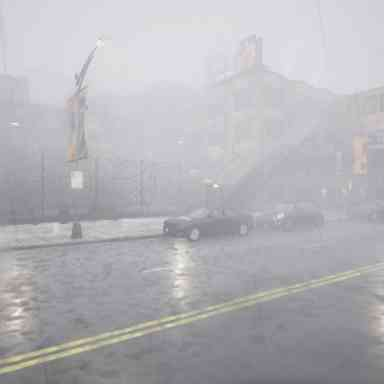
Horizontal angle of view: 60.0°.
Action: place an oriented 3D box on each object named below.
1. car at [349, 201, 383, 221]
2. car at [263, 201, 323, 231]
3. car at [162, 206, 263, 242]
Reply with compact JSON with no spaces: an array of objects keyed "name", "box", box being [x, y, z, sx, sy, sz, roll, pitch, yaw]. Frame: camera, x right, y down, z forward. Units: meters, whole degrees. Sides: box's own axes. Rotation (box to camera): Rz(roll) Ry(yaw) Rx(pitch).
[{"name":"car","box":[14.835,1.480,26.740,4.892,1.521,2.231,0,0,-26]},{"name":"car","box":[6.042,1.353,20.511,4.553,1.767,2.185,0,0,-36]},{"name":"car","box":[0.893,1.478,16.667,5.008,1.535,2.097,0,0,-36]}]
